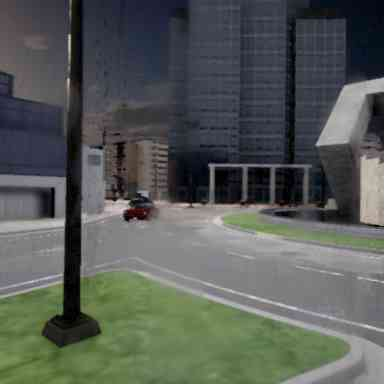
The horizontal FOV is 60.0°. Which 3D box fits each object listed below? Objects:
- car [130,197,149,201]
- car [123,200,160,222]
[{"bbox_3d":[-7.082,1.446,47.331,1.882,1.535,5.008,1,0,-38],"label":"car"},{"bbox_3d":[-3.879,1.582,26.201,1.895,1.301,4.718,1,0,6],"label":"car"}]
